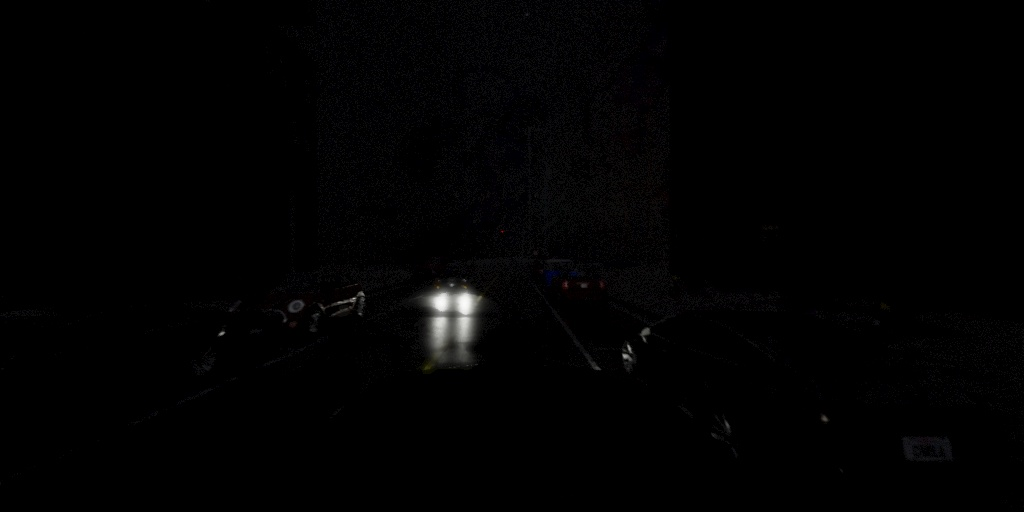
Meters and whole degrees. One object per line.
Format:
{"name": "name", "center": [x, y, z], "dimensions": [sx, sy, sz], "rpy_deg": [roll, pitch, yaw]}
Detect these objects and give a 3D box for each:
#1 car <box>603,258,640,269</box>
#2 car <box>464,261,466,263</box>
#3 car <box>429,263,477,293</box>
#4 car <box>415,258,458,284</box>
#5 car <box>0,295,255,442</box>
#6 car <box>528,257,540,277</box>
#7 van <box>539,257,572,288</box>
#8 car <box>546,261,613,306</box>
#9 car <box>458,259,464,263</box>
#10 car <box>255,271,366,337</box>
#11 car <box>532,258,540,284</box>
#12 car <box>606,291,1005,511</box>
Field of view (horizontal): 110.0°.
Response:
{"name": "car", "center": [15.313, 1.059, 50.298], "dimensions": [5.008, 1.535, 1.882], "rpy_deg": [0, 0, 0]}
{"name": "car", "center": [-5.755, 1.155, 38.073], "dimensions": [1.967, 1.591, 4.097], "rpy_deg": [0, 0, 0]}
{"name": "car", "center": [-3.094, 1.296, 20.377], "dimensions": [1.994, 1.385, 4.181], "rpy_deg": [0, 0, 0]}
{"name": "car", "center": [-5.758, 1.040, 26.868], "dimensions": [2.192, 1.841, 5.009], "rpy_deg": [0, 0, 0]}
{"name": "car", "center": [-5.762, 1.313, 4.460], "dimensions": [1.948, 1.339, 4.313], "rpy_deg": [0, 0, 0]}
{"name": "car", "center": [2.769, 1.035, 32.470], "dimensions": [2.192, 1.841, 5.009], "rpy_deg": [0, 0, 0]}
{"name": "van", "center": [2.766, 1.071, 21.267], "dimensions": [1.690, 1.789, 3.998], "rpy_deg": [0, 0, 0]}
{"name": "car", "center": [2.765, 1.176, 15.664], "dimensions": [1.967, 1.591, 4.097], "rpy_deg": [0, 0, 0]}
{"name": "car", "center": [-5.757, 1.246, 32.301], "dimensions": [1.751, 1.417, 4.829], "rpy_deg": [0, 0, 0]}
{"name": "car", "center": [-5.761, 1.181, 10.062], "dimensions": [1.967, 1.591, 4.097], "rpy_deg": [0, 0, 0]}
{"name": "car", "center": [2.768, 1.165, 26.868], "dimensions": [1.967, 1.591, 4.097], "rpy_deg": [0, 0, 0]}
{"name": "car", "center": [2.763, 1.313, 4.461], "dimensions": [1.948, 1.339, 4.313], "rpy_deg": [0, 0, 0]}
